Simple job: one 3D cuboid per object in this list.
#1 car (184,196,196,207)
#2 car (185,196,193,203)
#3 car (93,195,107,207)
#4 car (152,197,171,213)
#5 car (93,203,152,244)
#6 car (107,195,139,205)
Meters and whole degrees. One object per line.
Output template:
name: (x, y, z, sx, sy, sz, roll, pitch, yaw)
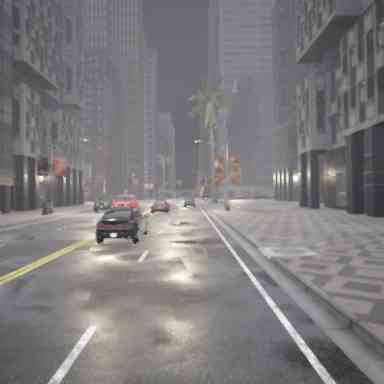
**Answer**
car: (-0.366, 1.619, 52.685, 2.033, 1.411, 5.357, -1, 0, -1)
car: (-0.667, 1.694, 74.297, 1.837, 1.490, 4.892, -1, 0, -1)
car: (-10.181, 1.359, 40.090, 2.150, 2.045, 5.566, -1, -1, 0)
car: (-3.479, 1.624, 37.601, 1.994, 1.385, 4.181, -1, 0, -1)
car: (-3.281, 1.539, 16.218, 1.837, 1.490, 4.892, -1, 0, -1)
car: (-6.894, 1.311, 34.768, 2.150, 2.045, 5.566, -1, 0, 0)
